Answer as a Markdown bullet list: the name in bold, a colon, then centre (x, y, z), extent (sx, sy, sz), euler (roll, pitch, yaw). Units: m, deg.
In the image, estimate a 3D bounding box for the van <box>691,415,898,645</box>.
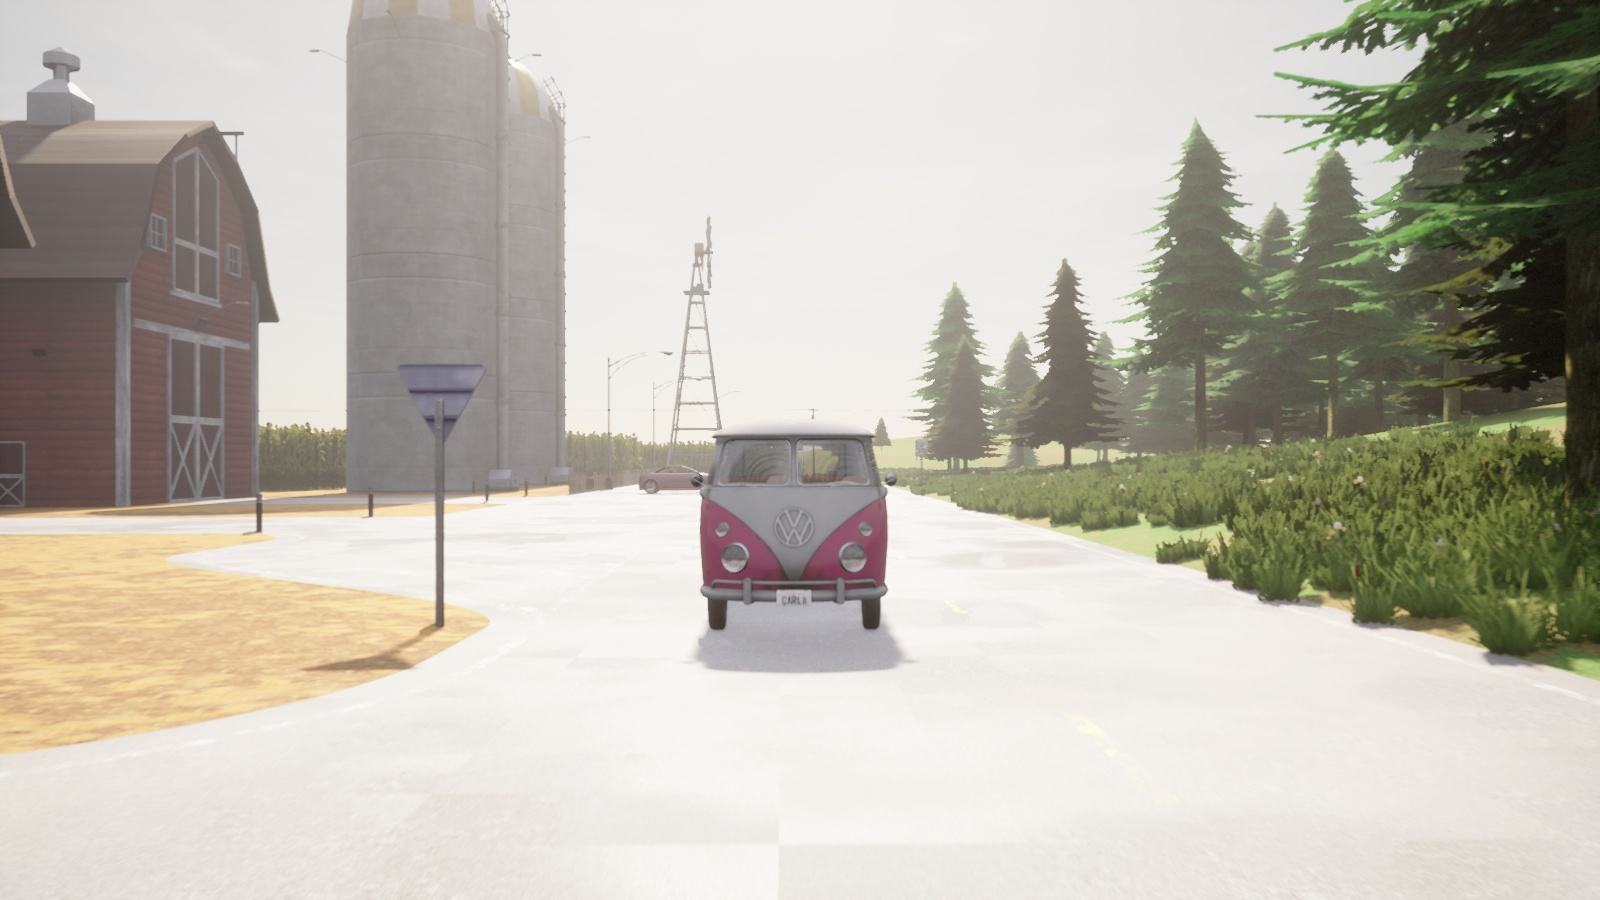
- **van**: centre (-0.054, 0.714, 13.174), extent (1.775, 1.987, 4.442), euler (-1, 0, 0)
